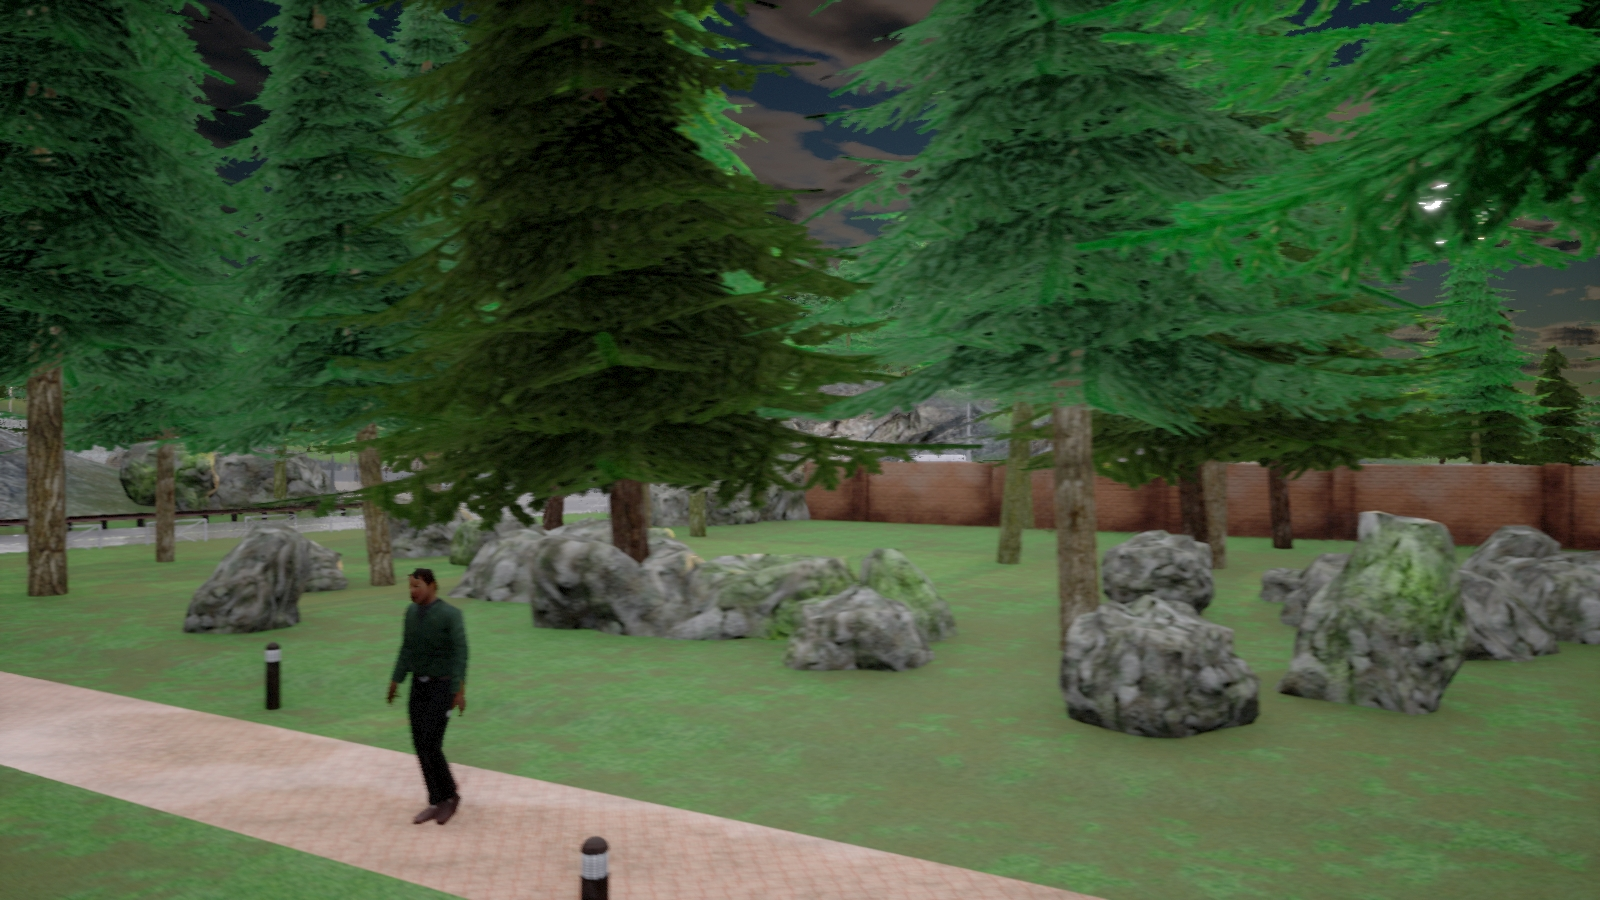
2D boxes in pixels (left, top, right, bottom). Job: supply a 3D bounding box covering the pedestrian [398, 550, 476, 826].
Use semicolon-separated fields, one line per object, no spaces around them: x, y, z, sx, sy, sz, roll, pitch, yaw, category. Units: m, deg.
-2.579;1.665;8.127;0.375;1.860;0.375;0;0;26;pedestrian
